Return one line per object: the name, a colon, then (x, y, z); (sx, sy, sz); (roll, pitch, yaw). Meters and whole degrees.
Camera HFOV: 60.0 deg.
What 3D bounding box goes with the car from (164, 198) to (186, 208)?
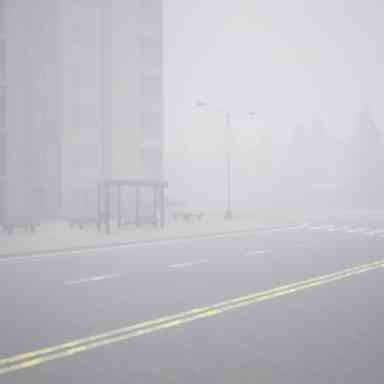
car: (-2.990, 1.401, 44.406); (4.718, 1.301, 1.895); (0, 0, 42)
